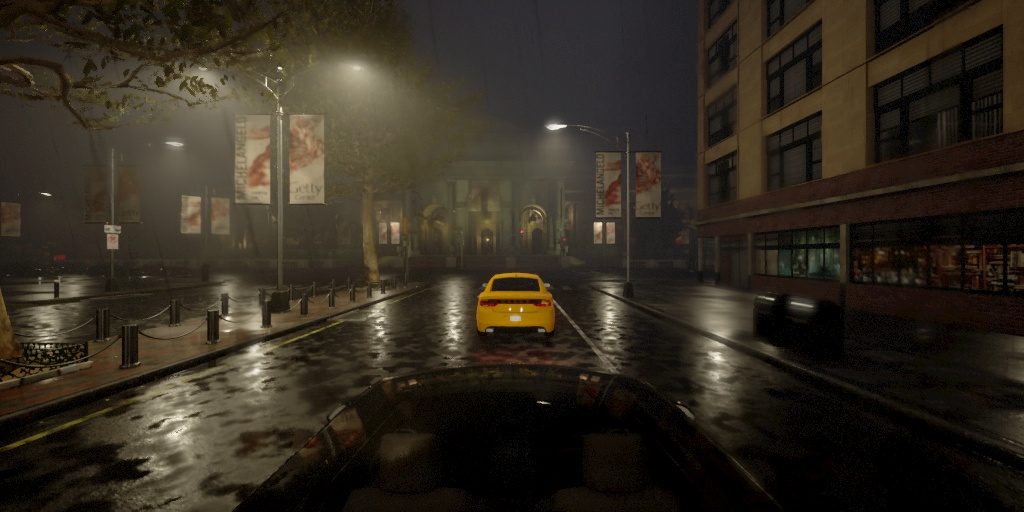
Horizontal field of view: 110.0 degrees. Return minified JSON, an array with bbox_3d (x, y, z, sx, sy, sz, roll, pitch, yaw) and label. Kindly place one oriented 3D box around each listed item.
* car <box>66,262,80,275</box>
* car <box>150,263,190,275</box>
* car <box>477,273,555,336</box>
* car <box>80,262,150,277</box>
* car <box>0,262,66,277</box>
[{"bbox_3d":[-47.003,1.297,38.394,5.357,1.411,2.033,0,0,0],"label":"car"},{"bbox_3d":[-37.398,1.351,38.338,4.718,1.301,1.895,0,0,1],"label":"car"},{"bbox_3d":[0.120,1.228,10.391,1.882,1.535,5.008,0,0,1],"label":"car"},{"bbox_3d":[-38.507,1.314,34.841,4.181,1.385,1.994,0,0,0],"label":"car"},{"bbox_3d":[-47.076,1.276,34.880,4.674,1.442,1.812,0,0,0],"label":"car"}]
